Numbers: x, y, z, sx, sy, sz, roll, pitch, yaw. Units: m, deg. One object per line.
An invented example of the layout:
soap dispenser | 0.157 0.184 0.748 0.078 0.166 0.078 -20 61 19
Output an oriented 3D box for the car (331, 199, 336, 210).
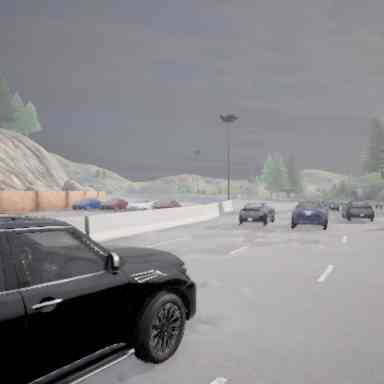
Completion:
car | 16.137 1.560 39.559 1.994 1.385 4.181 0 0 9

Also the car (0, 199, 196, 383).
car | -2.223 1.223 3.563 2.150 2.045 5.566 0 0 36

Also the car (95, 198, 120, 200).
car | -8.942 1.477 38.727 1.882 1.535 5.008 0 0 12

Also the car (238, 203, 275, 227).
car | 4.583 1.490 23.104 2.128 1.511 4.902 0 0 22

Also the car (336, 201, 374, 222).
car | 13.228 1.489 26.774 2.128 1.511 4.902 0 0 17

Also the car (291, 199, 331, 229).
car | 7.798 1.350 21.827 2.097 1.767 4.553 0 0 23

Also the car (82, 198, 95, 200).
car | -12.328 1.478 39.584 1.882 1.535 5.008 0 0 12
